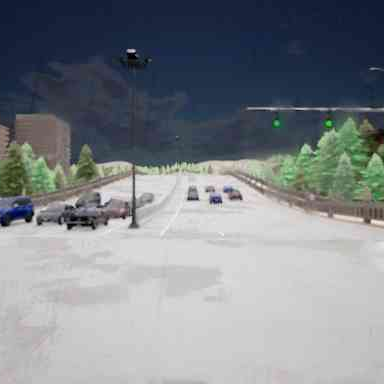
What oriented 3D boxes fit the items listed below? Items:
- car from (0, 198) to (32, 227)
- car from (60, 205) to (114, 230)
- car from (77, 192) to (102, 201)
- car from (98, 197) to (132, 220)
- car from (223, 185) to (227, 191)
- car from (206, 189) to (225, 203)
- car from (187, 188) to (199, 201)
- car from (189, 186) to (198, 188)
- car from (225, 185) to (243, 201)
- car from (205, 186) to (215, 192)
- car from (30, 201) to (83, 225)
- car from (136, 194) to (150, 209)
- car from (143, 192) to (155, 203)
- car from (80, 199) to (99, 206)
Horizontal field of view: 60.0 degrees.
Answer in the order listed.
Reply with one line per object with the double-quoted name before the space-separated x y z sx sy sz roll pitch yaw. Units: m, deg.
"car" -14.097 1.472 25.392 2.150 2.045 5.566 0 0 0
"car" -7.097 1.827 23.095 1.895 1.301 4.718 0 -1 0
"car" -14.042 1.059 45.776 2.150 2.045 5.566 0 4 1
"car" -7.089 1.641 31.906 2.097 1.767 4.553 0 0 0
"car" 7.131 -0.637 65.494 1.882 1.535 5.008 0 7 0
"car" 3.660 0.831 52.107 1.882 1.535 5.008 0 4 0
"car" 0.178 0.585 55.591 1.994 1.385 4.181 0 6 0
"car" 0.131 -0.567 65.540 2.033 1.411 5.357 0 7 0
"car" 7.177 0.388 55.366 2.097 1.767 4.553 0 6 0
"car" 3.633 -0.581 65.776 1.994 1.385 4.181 0 7 0
"car" -10.587 1.762 26.446 1.837 1.490 4.892 0 -1 0
"car" -7.073 1.526 42.161 2.128 1.511 4.902 0 3 0
"car" -6.982 0.849 52.097 2.128 1.511 4.902 0 5 1
"car" -10.589 1.817 35.340 1.994 1.385 4.181 0 1 -1
